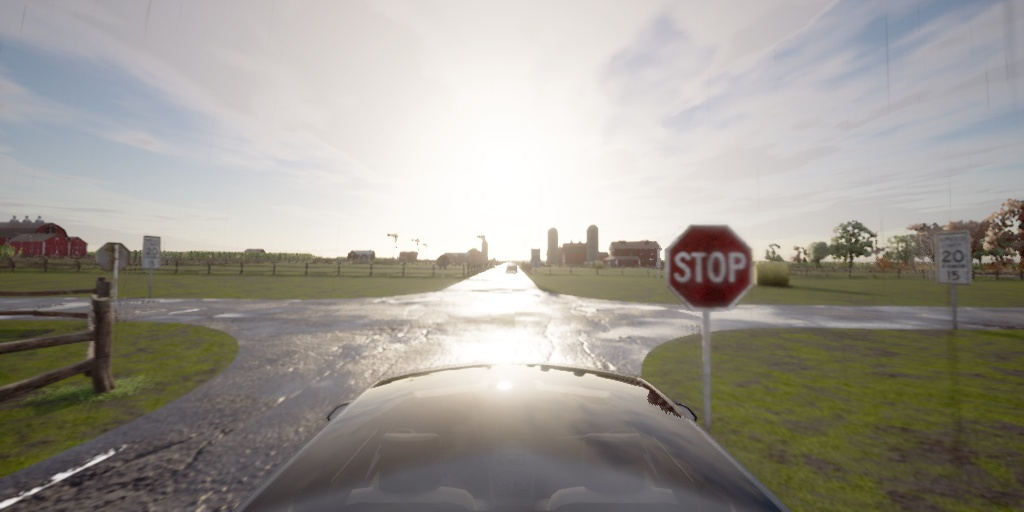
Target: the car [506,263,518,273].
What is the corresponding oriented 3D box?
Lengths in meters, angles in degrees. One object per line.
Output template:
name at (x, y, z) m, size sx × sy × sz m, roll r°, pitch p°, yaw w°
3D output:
car at (-0.036, 1.950, 58.881) m, size 2.128 × 1.511 × 4.902 m, roll 0°, pitch -1°, yaw 0°
